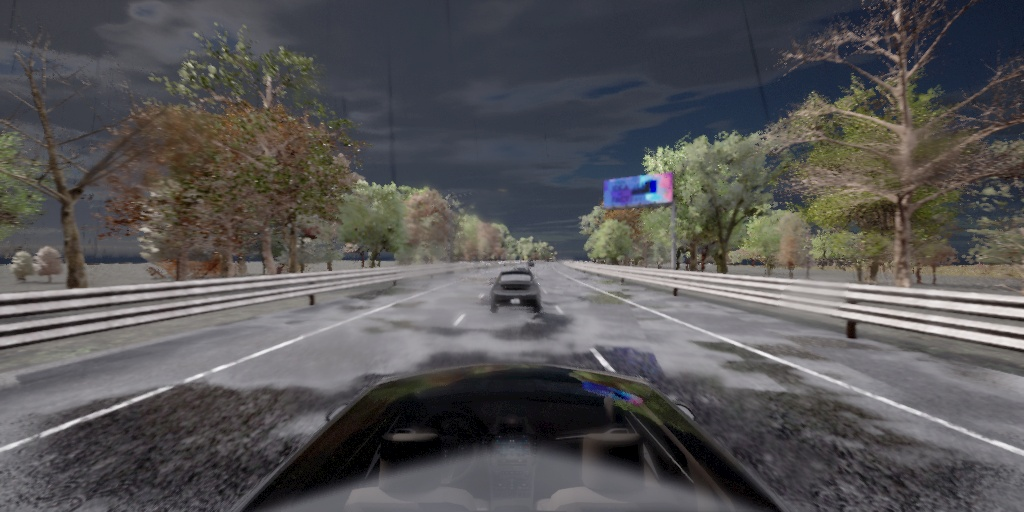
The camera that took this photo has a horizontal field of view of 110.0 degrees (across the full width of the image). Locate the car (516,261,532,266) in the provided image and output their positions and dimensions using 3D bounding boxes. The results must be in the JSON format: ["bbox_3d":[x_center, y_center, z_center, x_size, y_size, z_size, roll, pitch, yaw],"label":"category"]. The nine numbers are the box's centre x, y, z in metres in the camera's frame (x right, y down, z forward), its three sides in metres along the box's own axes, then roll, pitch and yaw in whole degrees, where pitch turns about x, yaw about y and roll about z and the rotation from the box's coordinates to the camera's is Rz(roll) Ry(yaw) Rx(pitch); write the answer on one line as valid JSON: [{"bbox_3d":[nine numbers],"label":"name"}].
[{"bbox_3d":[1.254,1.668,44.601,1.895,1.301,4.718,0,0,3],"label":"car"}]

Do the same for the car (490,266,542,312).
[{"bbox_3d":[0.173,1.346,14.796,1.837,1.490,4.892,0,0,1],"label":"car"}]
